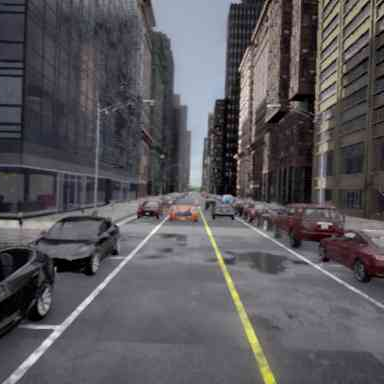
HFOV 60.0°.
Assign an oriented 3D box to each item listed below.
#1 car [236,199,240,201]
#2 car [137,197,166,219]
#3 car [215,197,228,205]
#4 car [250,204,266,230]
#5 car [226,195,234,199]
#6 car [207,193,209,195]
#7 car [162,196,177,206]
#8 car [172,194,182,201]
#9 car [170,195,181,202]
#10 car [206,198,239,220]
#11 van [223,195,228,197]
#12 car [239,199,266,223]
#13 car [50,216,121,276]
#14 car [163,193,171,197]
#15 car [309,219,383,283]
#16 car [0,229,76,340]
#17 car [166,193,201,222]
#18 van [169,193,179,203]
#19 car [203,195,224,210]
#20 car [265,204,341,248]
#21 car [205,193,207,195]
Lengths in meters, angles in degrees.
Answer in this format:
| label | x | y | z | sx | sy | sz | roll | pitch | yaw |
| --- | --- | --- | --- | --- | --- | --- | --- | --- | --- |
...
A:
| label | x | y | z | sx | sy | sz | roll | pitch | yaw |
| --- | --- | --- | --- | --- | --- | --- | --- | --- | --- |
| car | 5.252 | 1.670 | 32.323 | 1.947 | 1.339 | 4.313 | 2 | 0 | 0 |
| car | -3.274 | 1.348 | 26.719 | 1.887 | 1.381 | 4.507 | 2 | 0 | 0 |
| car | 5.285 | 1.577 | 60.331 | 1.887 | 1.381 | 4.507 | 2 | 0 | 0 |
| car | 5.238 | 1.699 | 21.120 | 1.947 | 1.339 | 4.313 | 2 | 0 | 0 |
| car | 5.262 | 1.530 | 37.924 | 1.967 | 1.590 | 4.097 | 2 | 0 | 0 |
| car | 5.310 | 1.557 | 82.739 | 1.802 | 1.307 | 4.206 | 2 | 0 | 0 |
| car | -3.247 | 1.291 | 49.127 | 1.887 | 1.381 | 4.507 | 2 | 0 | 0 |
| car | -3.221 | 1.233 | 71.536 | 1.887 | 1.381 | 4.507 | 2 | 0 | 0 |
| car | -3.228 | 1.248 | 65.934 | 1.887 | 1.381 | 4.507 | 2 | 0 | 0 |
| car | 2.577 | 1.562 | 28.705 | 2.033 | 1.411 | 5.357 | 2 | 0 | 0 |
| van | 5.279 | 1.402 | 49.127 | 1.690 | 1.788 | 3.998 | 2 | 0 | 0 |
| car | 5.249 | 1.559 | 26.721 | 1.967 | 1.590 | 4.097 | 2 | 0 | 0 |
| car | -3.294 | 1.414 | 9.912 | 1.947 | 1.339 | 4.313 | 2 | 0 | 0 |
| car | -3.251 | 1.200 | 43.525 | 1.967 | 1.590 | 4.097 | 2 | 0 | 0 |
| car | 5.225 | 1.745 | 9.917 | 1.802 | 1.307 | 4.206 | 2 | 0 | 0 |
| car | -3.301 | 1.430 | 4.311 | 1.947 | 1.339 | 4.313 | 2 | 0 | 0 |
| car | -0.589 | 1.259 | 25.320 | 2.097 | 1.767 | 4.553 | 2 | 0 | 0 |
| van | -3.228 | 1.058 | 60.332 | 1.690 | 1.788 | 3.998 | 2 | 0 | 0 |
| car | 2.551 | 1.485 | 41.919 | 1.837 | 1.490 | 4.892 | 2 | 0 | 1 |
| car | 5.240 | 1.464 | 15.517 | 2.192 | 1.841 | 5.009 | 2 | 0 | 0 |
| car | 5.325 | 1.492 | 93.942 | 1.887 | 1.381 | 4.507 | 2 | 0 | 0 |
